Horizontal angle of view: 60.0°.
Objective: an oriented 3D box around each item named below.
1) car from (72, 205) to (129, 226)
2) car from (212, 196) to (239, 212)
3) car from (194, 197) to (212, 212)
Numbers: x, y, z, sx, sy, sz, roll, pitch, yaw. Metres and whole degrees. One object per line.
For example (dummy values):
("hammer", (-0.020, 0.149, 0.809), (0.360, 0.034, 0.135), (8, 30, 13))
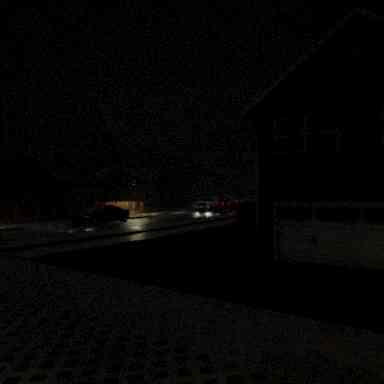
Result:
("car", (-7.139, 1.794, 26.461), (1.882, 1.535, 5.008), (-1, -1, 31))
("car", (4.787, 1.649, 46.632), (2.150, 2.045, 5.566), (-1, -1, 15))
("car", (1.996, 1.681, 47.211), (2.150, 2.045, 5.566), (-1, -1, 16))
